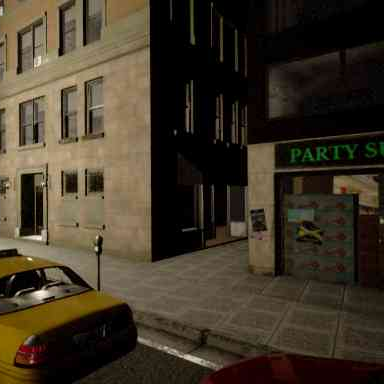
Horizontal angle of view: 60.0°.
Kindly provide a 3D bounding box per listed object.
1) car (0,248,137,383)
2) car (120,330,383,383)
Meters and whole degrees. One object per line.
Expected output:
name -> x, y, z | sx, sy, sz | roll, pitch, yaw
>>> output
car -> -2.955, 1.526, 4.970 | 4.829, 1.417, 1.752 | 0, -1, 36
car -> 1.799, 1.582, 1.571 | 4.206, 1.307, 1.802 | 0, -1, 36
